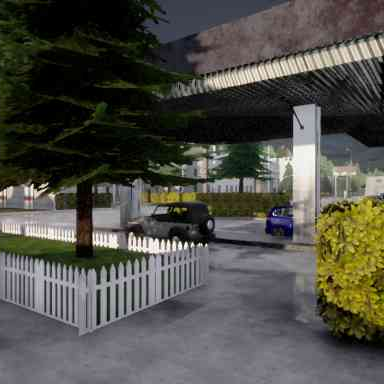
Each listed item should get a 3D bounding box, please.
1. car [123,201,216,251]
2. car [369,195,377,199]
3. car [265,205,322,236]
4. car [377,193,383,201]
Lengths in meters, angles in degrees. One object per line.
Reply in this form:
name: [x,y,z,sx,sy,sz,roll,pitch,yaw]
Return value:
car: [-0.912,1.313,13.790,3.866,1.878,1.905,0,0,35]
car: [33.119,1.298,60.206,2.007,1.523,4.514,0,0,35]
car: [5.890,1.480,15.937,4.611,1.667,2.242,0,0,35]
car: [25.851,1.077,43.467,1.905,1.878,3.866,0,0,35]
